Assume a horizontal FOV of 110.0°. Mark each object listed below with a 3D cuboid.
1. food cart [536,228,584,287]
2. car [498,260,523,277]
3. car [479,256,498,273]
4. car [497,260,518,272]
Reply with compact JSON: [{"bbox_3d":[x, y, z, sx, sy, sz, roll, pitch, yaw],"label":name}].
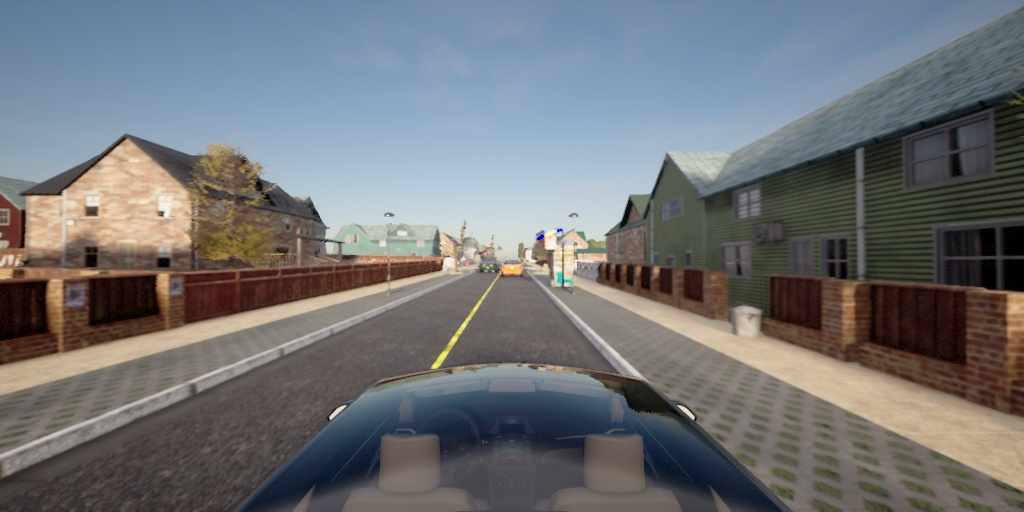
[{"bbox_3d":[3.001,0.223,22.468,2.280,3.560,4.660,0,0,0],"label":"food cart"},{"bbox_3d":[0.026,1.128,35.676,2.097,1.767,4.553,0,0,1],"label":"car"},{"bbox_3d":[-2.772,1.016,43.804,2.150,2.045,5.566,0,0,0],"label":"car"},{"bbox_3d":[-0.636,1.300,48.304,1.837,1.490,4.892,1,0,-13],"label":"car"}]
